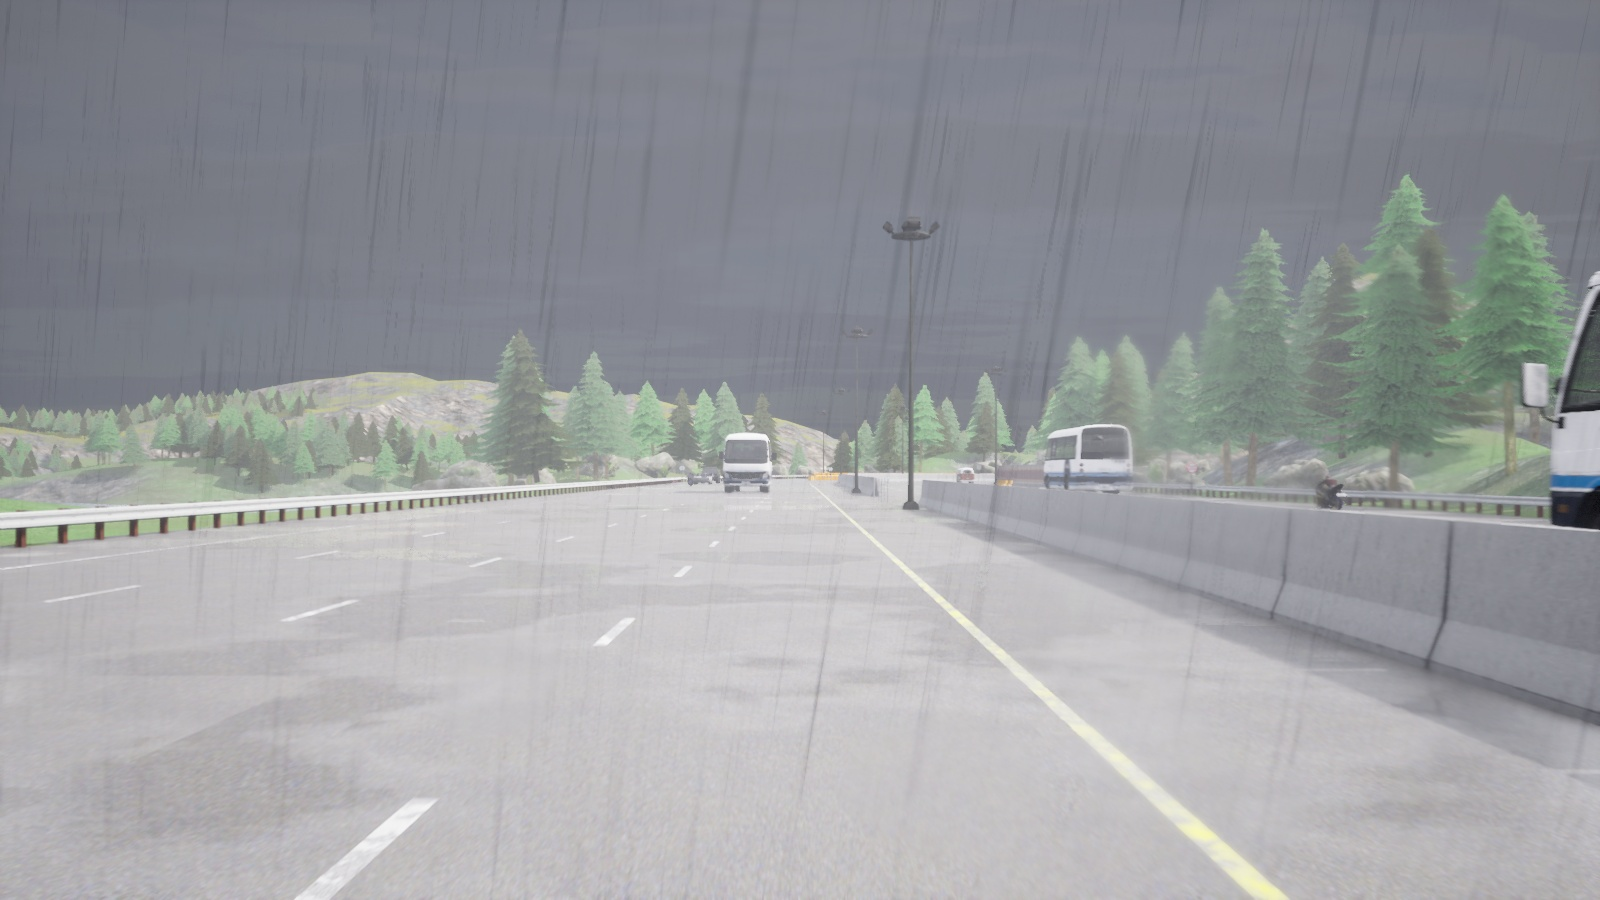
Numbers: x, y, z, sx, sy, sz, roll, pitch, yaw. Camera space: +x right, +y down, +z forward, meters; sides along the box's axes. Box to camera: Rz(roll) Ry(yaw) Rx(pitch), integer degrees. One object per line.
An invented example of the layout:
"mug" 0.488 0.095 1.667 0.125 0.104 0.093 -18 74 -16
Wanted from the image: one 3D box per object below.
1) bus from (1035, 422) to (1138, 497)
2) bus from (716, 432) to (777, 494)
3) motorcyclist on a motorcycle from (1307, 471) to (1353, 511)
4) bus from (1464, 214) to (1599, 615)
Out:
"bus" 17.314 0.654 76.803 3.944 4.253 10.273 0 -1 0
"bus" -3.718 0.969 90.558 3.944 4.253 10.273 0 -1 0
"motorcyclist on a motorcycle" 20.885 1.596 49.566 0.866 1.530 2.191 0 -1 0
"bus" 10.470 -0.422 10.865 3.944 4.253 10.273 0 -1 0
